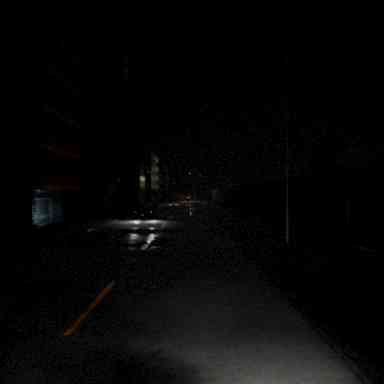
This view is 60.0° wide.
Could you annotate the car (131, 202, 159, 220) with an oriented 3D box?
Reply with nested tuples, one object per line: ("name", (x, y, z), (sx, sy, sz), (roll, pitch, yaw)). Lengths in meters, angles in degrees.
("car", (-4.084, 1.641, 29.851), (1.812, 1.442, 4.674), (0, 0, 0))

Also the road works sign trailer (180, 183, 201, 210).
("road works sign trailer", (-0.001, 0.634, 44.196), (2.380, 3.560, 2.880), (0, 0, 0))

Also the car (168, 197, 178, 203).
("car", (-4.003, 1.682, 71.836), (1.994, 1.385, 4.181), (0, 0, 0))
